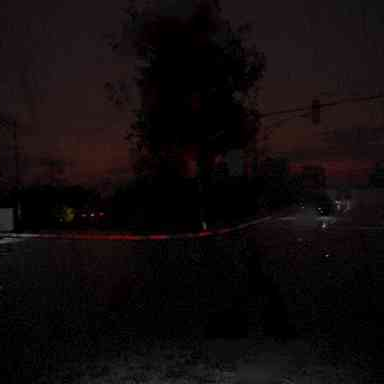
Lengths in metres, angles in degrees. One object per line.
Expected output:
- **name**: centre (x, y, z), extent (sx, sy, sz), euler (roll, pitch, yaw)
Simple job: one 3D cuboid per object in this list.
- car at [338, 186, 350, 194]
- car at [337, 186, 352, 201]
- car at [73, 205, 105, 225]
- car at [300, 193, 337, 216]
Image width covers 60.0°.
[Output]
- **car**: centre (31.257, -0.464, 68.344), extent (1.882, 1.535, 5.008), euler (-3, 1, 21)
- **car**: centre (20.543, 0.366, 45.068), extent (2.128, 1.511, 4.902), euler (-3, 0, 28)
- **car**: centre (-8.088, 1.731, 26.118), extent (2.033, 1.411, 5.357), euler (-3, 0, -23)
- **car**: centre (9.692, 1.000, 25.735), extent (1.837, 1.490, 4.892), euler (-3, 1, 30)
